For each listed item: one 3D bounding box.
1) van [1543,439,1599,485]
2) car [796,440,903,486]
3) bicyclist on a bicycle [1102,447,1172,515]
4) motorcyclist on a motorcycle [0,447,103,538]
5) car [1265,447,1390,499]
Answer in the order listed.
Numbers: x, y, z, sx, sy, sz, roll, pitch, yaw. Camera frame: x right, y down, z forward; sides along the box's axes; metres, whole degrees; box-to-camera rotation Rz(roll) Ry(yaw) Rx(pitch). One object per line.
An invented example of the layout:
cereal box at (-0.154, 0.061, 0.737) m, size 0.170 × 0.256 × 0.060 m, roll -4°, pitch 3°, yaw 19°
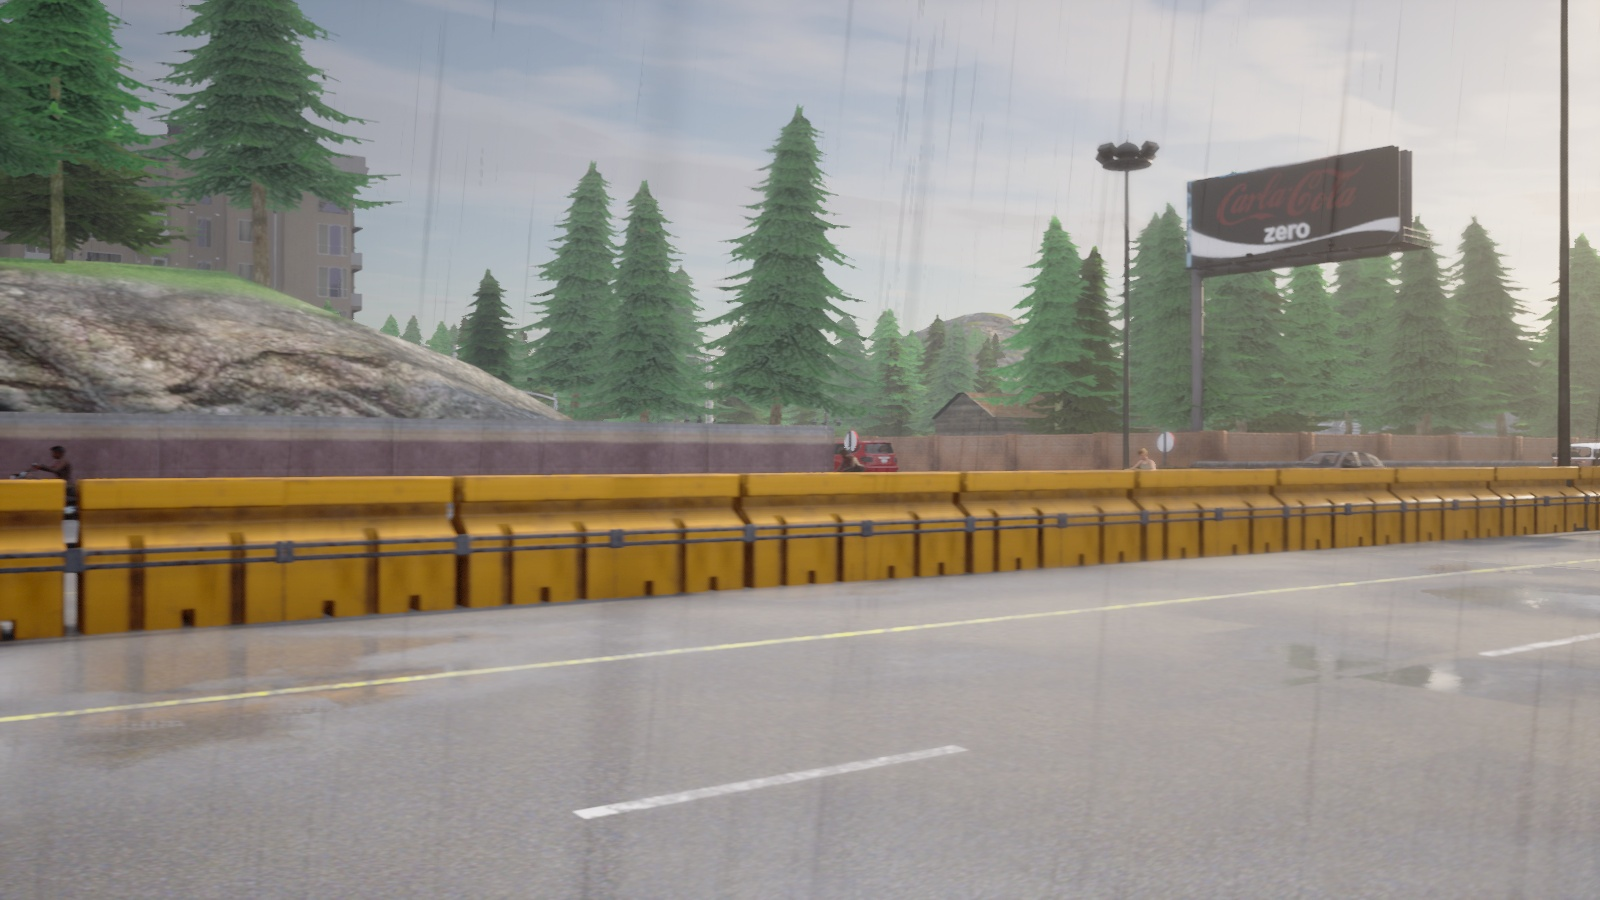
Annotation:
van at (36.623, 0.531, 58.172) m, size 4.480 × 2.038 × 2.069 m, roll 0°, pitch 0°, yaw -34°
car at (2.229, 0.582, 58.702) m, size 2.150 × 2.045 × 5.566 m, roll 0°, pitch 0°, yaw -33°
bicyclist on a bicycle at (8.173, 0.738, 30.461) m, size 1.509 × 1.612 × 0.866 m, roll 0°, pitch 0°, yaw -34°
motorcyclist on a motorcycle at (-14.418, 0.783, 23.475) m, size 2.350 × 1.649 × 0.766 m, roll 0°, pitch 0°, yaw -35°
car at (17.148, 0.705, 40.769) m, size 3.988 × 1.617 × 1.851 m, roll 0°, pitch 0°, yaw -34°
